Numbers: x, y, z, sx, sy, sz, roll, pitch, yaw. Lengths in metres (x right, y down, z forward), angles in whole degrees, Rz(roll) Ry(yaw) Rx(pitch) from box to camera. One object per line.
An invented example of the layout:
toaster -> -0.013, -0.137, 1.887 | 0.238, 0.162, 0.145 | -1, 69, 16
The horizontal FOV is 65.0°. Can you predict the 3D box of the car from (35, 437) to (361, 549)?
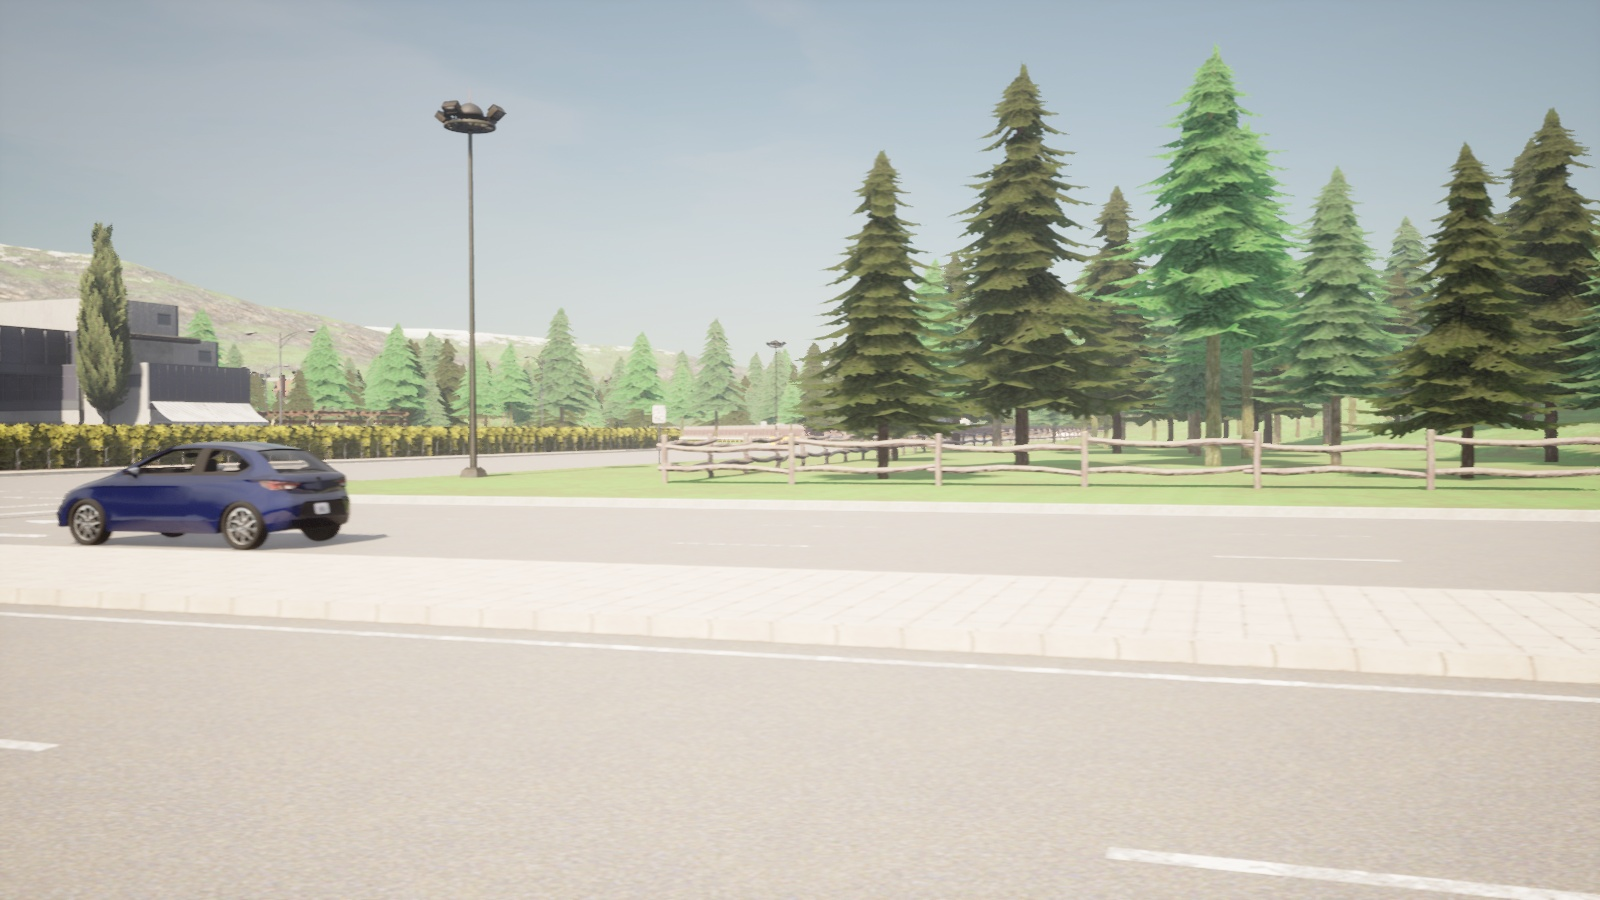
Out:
car -> -8.728, 0.551, 18.262 | 4.193, 1.474, 1.816 | 0, 1, 19
